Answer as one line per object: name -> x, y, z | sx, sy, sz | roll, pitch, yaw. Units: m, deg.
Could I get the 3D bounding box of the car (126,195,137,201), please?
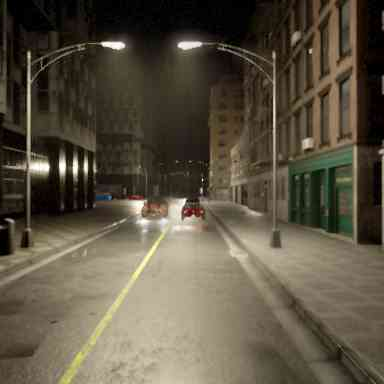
car -> -14.471, 1.479, 82.623 | 4.206, 1.307, 1.802 | 0, 0, 0

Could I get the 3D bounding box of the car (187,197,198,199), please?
car -> 0.100, 1.363, 44.516 | 1.882, 1.535, 5.008 | 0, 0, 0

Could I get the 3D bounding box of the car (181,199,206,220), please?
car -> 0.100, 1.530, 27.301 | 1.895, 1.301, 4.718 | 0, 0, 0

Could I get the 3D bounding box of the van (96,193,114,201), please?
van -> -20.121, 1.226, 74.104 | 3.998, 1.788, 1.690 | 0, 0, 0

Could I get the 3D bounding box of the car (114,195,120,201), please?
car -> -20.120, 1.502, 82.629 | 4.313, 1.339, 1.947 | 0, 0, 0

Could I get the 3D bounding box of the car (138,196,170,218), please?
car -> -3.097, 1.276, 28.992 | 2.097, 1.767, 4.553 | 0, 0, 0
